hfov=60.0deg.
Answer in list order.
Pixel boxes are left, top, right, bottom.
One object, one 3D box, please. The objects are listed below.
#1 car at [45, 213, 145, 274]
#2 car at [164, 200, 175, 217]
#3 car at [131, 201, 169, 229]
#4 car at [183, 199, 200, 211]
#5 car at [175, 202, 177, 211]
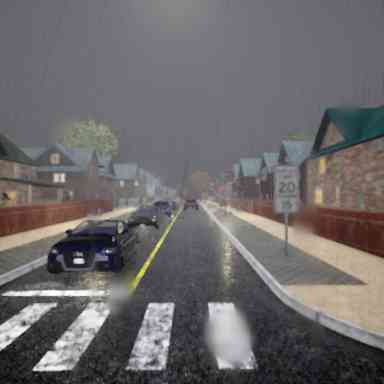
[{"bbox_3d":[-2.869,1.564,10.444,1.994,1.385,4.181,0,0,0],"label":"car"},{"bbox_3d":[-2.922,1.581,32.410,1.812,1.442,4.674,0,0,0],"label":"car"},{"bbox_3d":[-2.901,1.567,22.112,2.033,1.411,5.357,0,0,0],"label":"car"},{"bbox_3d":[-0.113,1.602,42.233,1.837,1.490,4.892,0,0,0],"label":"car"},{"bbox_3d":[-2.916,1.664,42.358,1.994,1.385,4.181,0,0,0],"label":"car"}]
